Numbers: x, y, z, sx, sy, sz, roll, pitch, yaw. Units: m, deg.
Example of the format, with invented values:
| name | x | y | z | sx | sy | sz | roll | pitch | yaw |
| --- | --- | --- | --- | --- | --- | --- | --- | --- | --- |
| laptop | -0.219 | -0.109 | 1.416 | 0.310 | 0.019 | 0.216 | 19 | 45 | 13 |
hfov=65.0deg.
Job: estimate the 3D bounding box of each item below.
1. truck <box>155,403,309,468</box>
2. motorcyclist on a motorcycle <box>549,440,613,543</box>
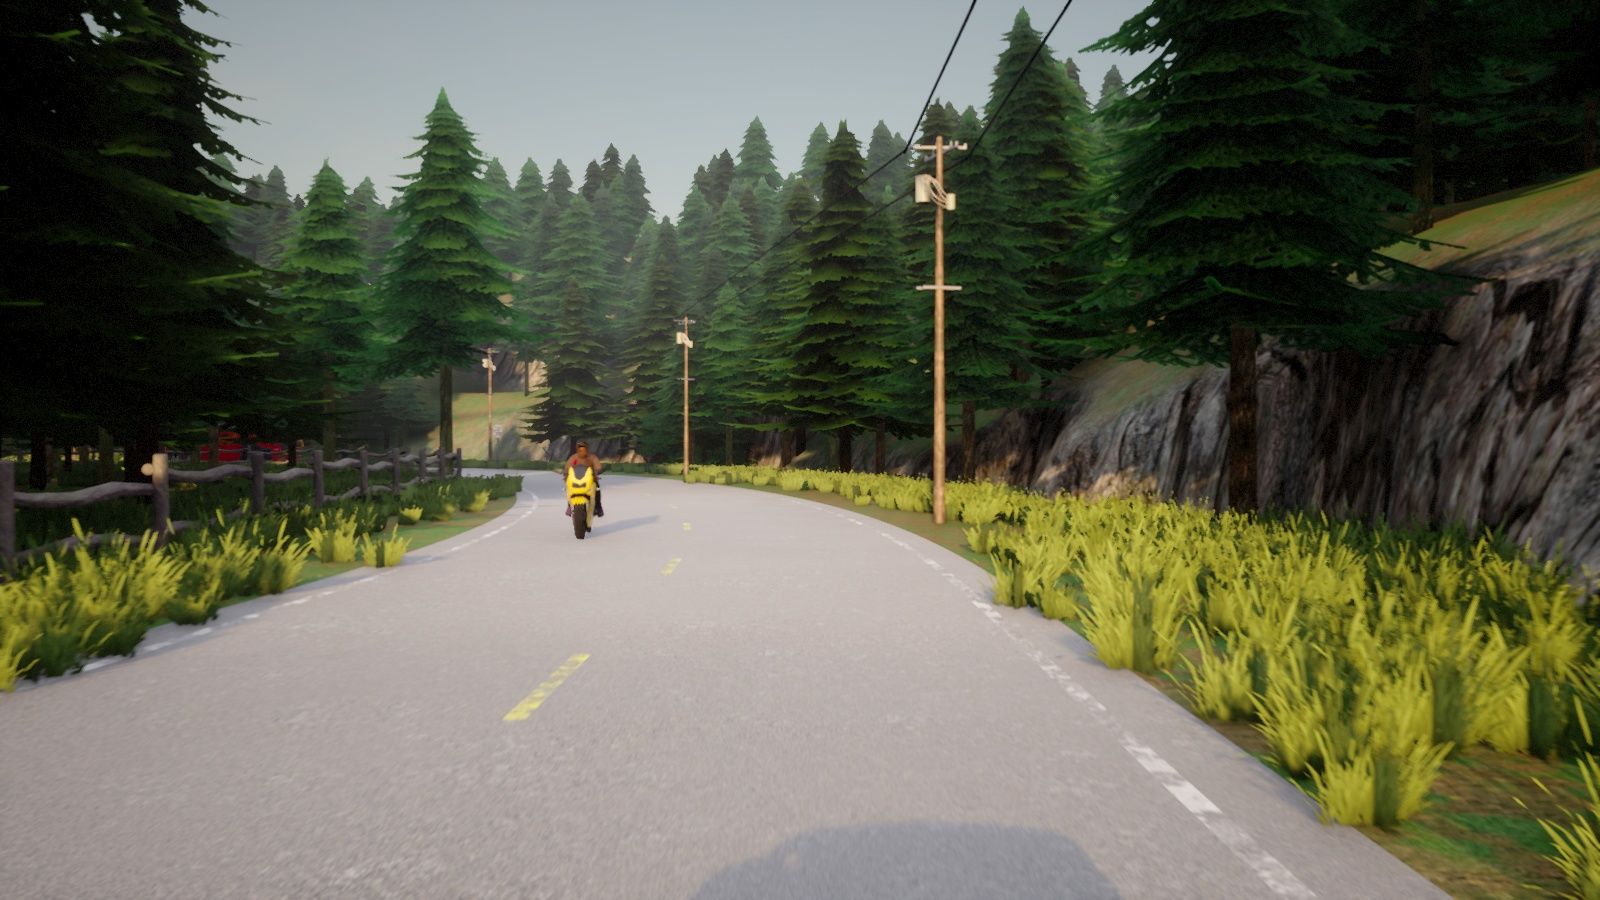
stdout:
| name | x | y | z | sx | sy | sz | roll | pitch | yaw |
| --- | --- | --- | --- | --- | --- | --- | --- | --- | --- |
| truck | -34.751 | -0.880 | 76.924 | 8.468 | 3.827 | 2.891 | 0 | 0 | 10 |
| motorcyclist on a motorcycle | -3.419 | 0.614 | 19.739 | 0.797 | 1.523 | 2.044 | 0 | 0 | -5 |
